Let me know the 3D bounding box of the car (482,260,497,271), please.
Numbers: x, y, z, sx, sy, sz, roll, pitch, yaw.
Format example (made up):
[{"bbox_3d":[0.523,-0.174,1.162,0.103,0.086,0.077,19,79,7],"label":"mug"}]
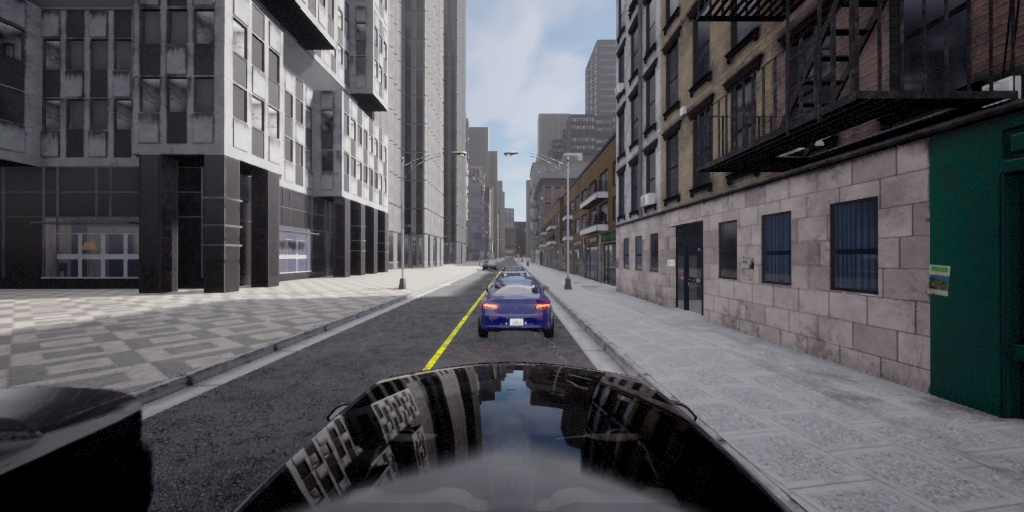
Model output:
[{"bbox_3d":[-3.092,1.277,50.365,1.882,1.535,5.008,0,0,0],"label":"car"}]

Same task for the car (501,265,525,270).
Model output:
[{"bbox_3d":[0.093,1.372,27.879,1.895,1.301,4.718,0,0,-1],"label":"car"}]

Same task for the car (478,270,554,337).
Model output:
[{"bbox_3d":[0.096,1.279,10.134,1.812,1.442,4.674,0,0,0],"label":"car"}]
